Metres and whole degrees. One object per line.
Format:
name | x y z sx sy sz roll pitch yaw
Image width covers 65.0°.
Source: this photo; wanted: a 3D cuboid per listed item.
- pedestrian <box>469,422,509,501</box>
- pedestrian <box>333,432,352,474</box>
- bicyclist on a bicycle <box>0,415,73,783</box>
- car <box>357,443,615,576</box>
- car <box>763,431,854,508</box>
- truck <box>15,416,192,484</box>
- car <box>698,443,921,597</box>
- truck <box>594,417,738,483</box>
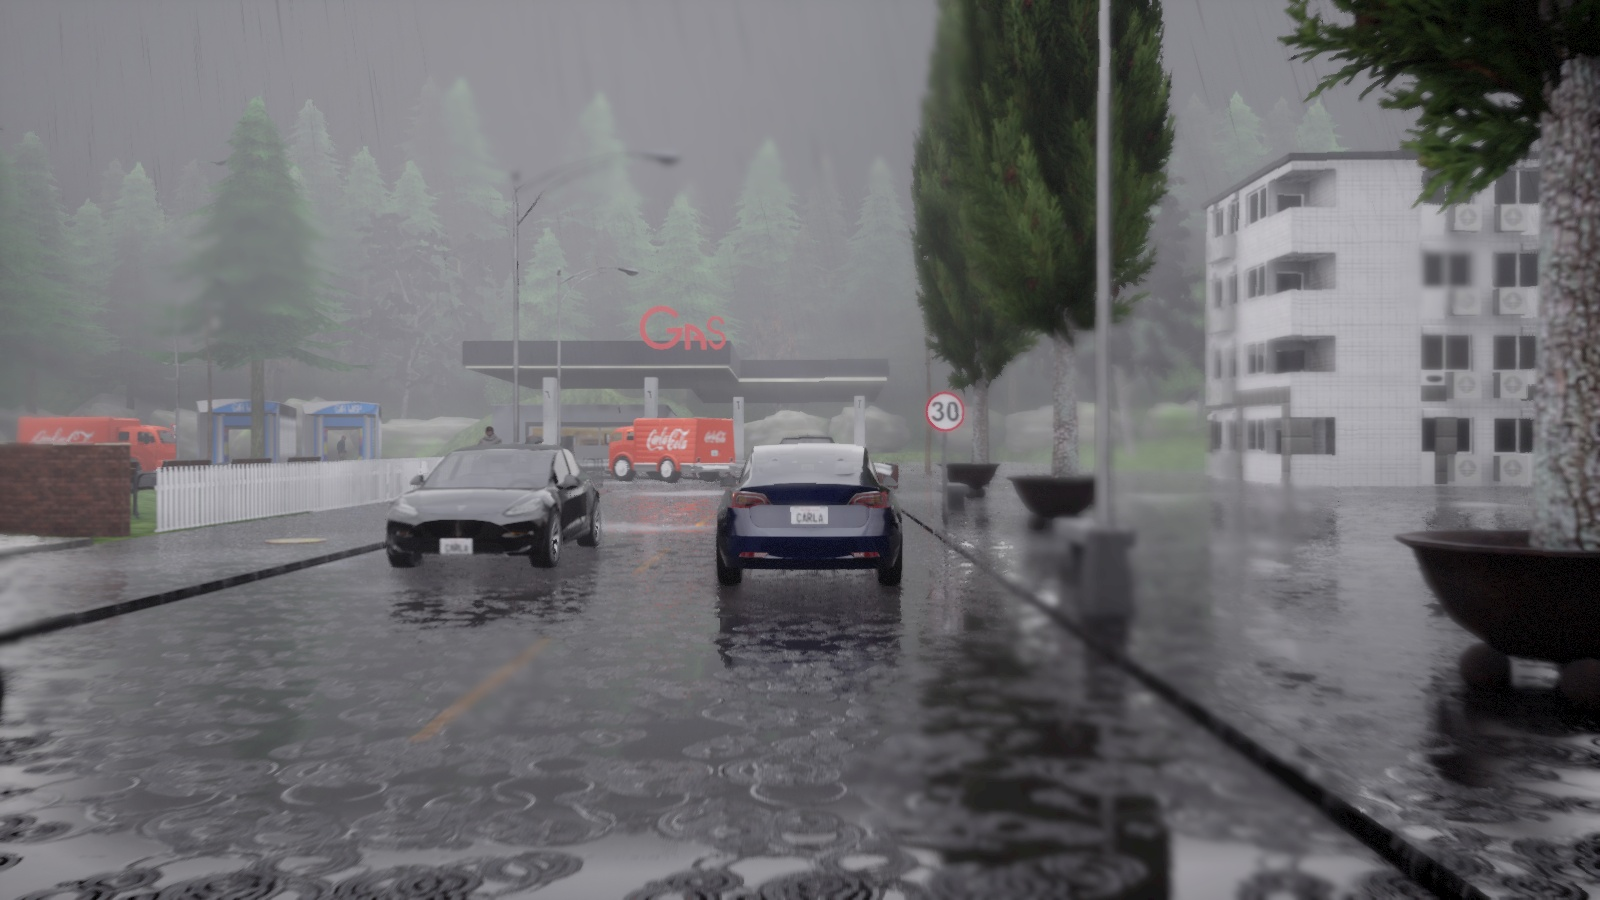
pedestrian | -7.841 0.281 31.707 0.659 1.952 0.873 0 0 12
pedestrian | -20.323 0.143 55.808 0.726 1.842 0.402 0 0 -1
bicyclist on a bicycle | -3.939 0.652 5.286 0.866 1.612 1.509 0 0 1
car | -3.884 0.656 16.493 2.163 1.488 4.792 0 0 0
car | 0.208 0.439 31.289 2.097 1.767 4.553 0 0 0
truck | -26.057 -0.012 47.134 5.204 2.467 2.627 0 0 0
car | 0.105 0.669 14.615 2.163 1.488 4.792 0 0 0
truck | -5.250 -0.003 48.934 5.204 2.467 2.627 0 0 38
